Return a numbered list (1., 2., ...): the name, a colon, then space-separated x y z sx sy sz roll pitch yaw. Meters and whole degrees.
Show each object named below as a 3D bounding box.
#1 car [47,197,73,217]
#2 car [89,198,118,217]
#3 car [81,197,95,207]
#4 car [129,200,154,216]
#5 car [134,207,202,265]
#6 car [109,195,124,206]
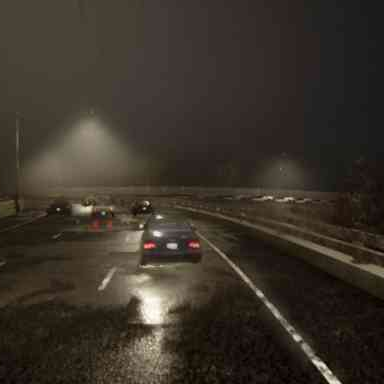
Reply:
1. car: -11.790 1.428 29.827 1.994 1.385 4.181 0 0 -17
2. car: -7.922 1.456 29.646 1.895 1.301 4.718 0 0 -16
3. car: -14.167 1.381 46.051 1.895 1.301 4.718 0 0 -25
4. car: -4.687 1.405 30.863 1.994 1.385 4.181 0 0 -16
5. car: -0.833 1.486 11.481 2.033 1.411 5.357 0 0 -7
6. car: -10.987 1.269 47.423 1.837 1.490 4.892 0 0 -25
